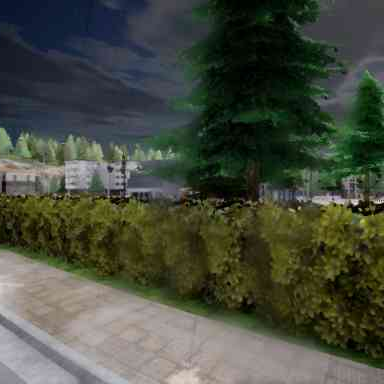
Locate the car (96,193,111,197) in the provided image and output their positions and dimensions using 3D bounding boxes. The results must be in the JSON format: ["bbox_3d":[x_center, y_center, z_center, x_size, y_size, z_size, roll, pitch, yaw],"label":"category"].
[{"bbox_3d":[-16.710,1.097,68.913,1.932,1.855,4.605,0,0,43],"label":"car"}]

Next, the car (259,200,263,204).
[{"bbox_3d":[9.648,1.352,44.189,2.097,1.767,4.553,0,0,43],"label":"car"}]

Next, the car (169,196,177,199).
[{"bbox_3d":[-3.307,1.374,56.039,1.845,1.501,3.633,0,0,43],"label":"car"}]

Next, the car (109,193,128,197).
[{"bbox_3d":[-10.572,1.384,52.698,1.970,1.475,3.806,0,0,43],"label":"car"}]

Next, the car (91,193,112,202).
[{"bbox_3d":[-19.104,1.077,70.610,1.905,1.878,3.866,0,0,43],"label":"car"}]

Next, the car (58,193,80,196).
[{"bbox_3d":[-28.396,1.153,79.405,2.152,1.636,5.027,0,0,43],"label":"car"}]
